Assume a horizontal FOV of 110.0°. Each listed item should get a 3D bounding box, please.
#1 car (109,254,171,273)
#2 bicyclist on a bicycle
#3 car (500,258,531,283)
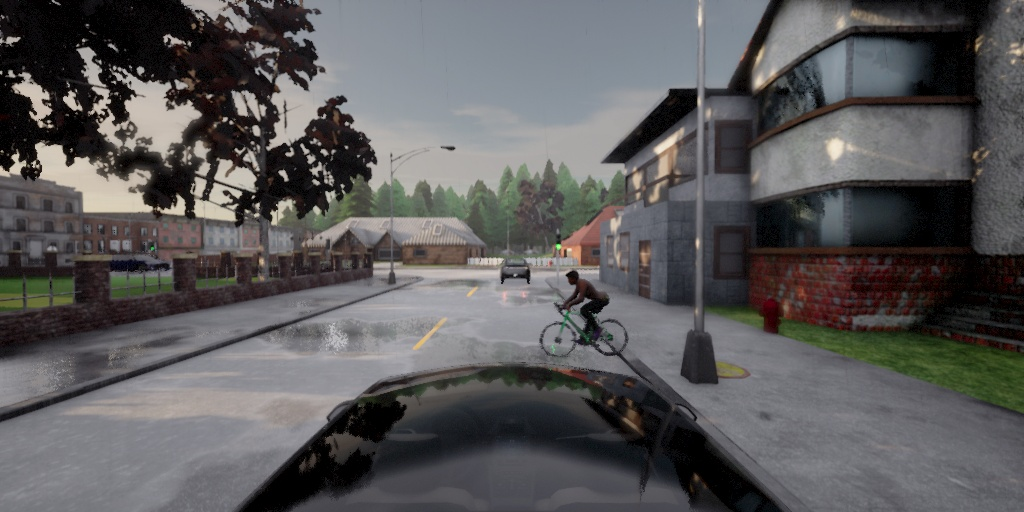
[{"bbox_3d":[-33.209,0.606,31.838,4.553,1.767,2.097,0,1,1],"label":"car"},{"bbox_3d":[1.326,1.088,6.698,1.656,1.620,0.582,-3,1,0],"label":"bicyclist on a bicycle"},{"bbox_3d":[0.246,0.887,23.694,2.128,1.511,4.902,0,1,1],"label":"car"}]
